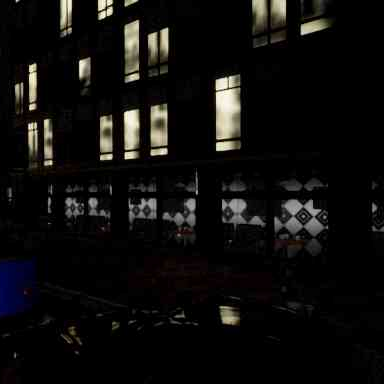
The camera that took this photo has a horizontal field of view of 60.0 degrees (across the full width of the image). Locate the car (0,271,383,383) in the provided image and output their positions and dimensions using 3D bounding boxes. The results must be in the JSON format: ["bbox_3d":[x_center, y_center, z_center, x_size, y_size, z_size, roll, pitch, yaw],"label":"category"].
[{"bbox_3d":[0.110,1.582,2.759,4.206,1.307,1.802,0,0,35],"label":"car"}]

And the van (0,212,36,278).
[{"bbox_3d":[-4.522,1.342,6.062,3.998,1.788,1.690,0,0,35],"label":"van"}]

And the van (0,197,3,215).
[{"bbox_3d":[-21.250,1.425,33.020,1.690,1.788,3.998,-1,-1,35],"label":"van"}]

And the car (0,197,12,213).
[{"bbox_3d":[-14.414,1.358,28.174,2.192,1.841,5.009,-1,-1,35],"label":"car"}]
